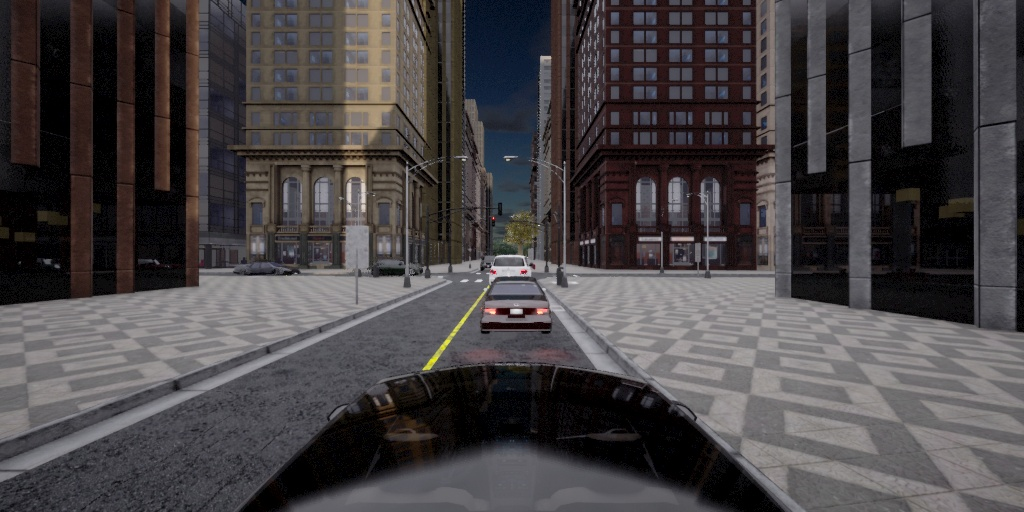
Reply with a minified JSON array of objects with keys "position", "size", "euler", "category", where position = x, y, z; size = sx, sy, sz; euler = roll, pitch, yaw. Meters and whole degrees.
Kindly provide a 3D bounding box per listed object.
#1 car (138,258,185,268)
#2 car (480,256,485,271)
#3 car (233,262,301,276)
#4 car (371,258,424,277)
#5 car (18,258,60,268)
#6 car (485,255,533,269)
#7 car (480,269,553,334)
[{"position":[-32.990,1.001,33.322],"size":[4.553,1.767,2.097],"euler":[0,0,0],"category":"car"},{"position":[-3.139,0.969,49.469],"size":[2.150,2.045,5.566],"euler":[0,0,-1],"category":"car"},{"position":[-22.748,1.223,33.318],"size":[5.357,1.411,2.033],"euler":[0,0,0],"category":"car"},{"position":[-10.532,1.063,33.324],"size":[4.553,1.767,2.097],"euler":[0,0,0],"category":"car"},{"position":[-43.166,0.979,33.351],"size":[4.553,1.767,2.097],"euler":[0,0,0],"category":"car"},{"position":[0.013,0.971,20.839],"size":[2.150,2.045,5.566],"euler":[0,0,4],"category":"car"},{"position":[0.089,1.297,10.594],"size":[2.033,1.411,5.357],"euler":[0,0,0],"category":"car"}]
